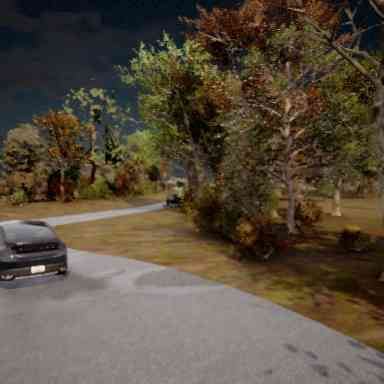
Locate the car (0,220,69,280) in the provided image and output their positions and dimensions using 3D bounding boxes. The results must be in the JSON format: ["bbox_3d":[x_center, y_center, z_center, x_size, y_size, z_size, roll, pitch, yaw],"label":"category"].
[{"bbox_3d":[-5.185,1.601,9.899,1.837,1.490,4.892,0,0,-38],"label":"car"}]

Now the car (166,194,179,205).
[{"bbox_3d":[-3.382,1.343,62.956,2.150,2.045,5.566,-2,1,10],"label":"car"}]
